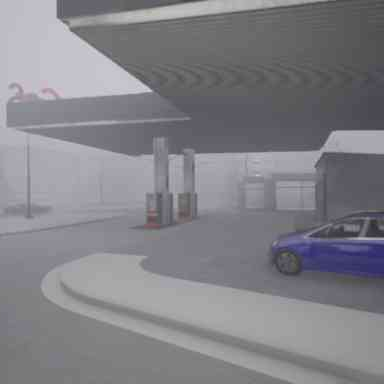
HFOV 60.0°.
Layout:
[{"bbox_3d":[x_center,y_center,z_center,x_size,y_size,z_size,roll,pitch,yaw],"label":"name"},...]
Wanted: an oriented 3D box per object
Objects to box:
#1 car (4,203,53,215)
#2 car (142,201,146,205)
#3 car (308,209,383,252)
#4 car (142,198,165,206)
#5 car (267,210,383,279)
[{"bbox_3d":[-20.091,2.070,41.045,2.033,1.411,5.357,-1,-1,36],"label":"car"},{"bbox_3d":[-7.478,2.141,68.540,5.357,1.411,2.033,0,0,-27],"label":"car"},{"bbox_3d":[6.988,1.484,13.572,3.806,1.475,1.970,-1,-1,36],"label":"car"},{"bbox_3d":[-8.383,2.160,71.976,4.674,1.442,1.812,0,0,-27],"label":"car"},{"bbox_3d":[4.260,1.313,8.459,4.611,1.667,2.242,-1,-1,36],"label":"car"}]
